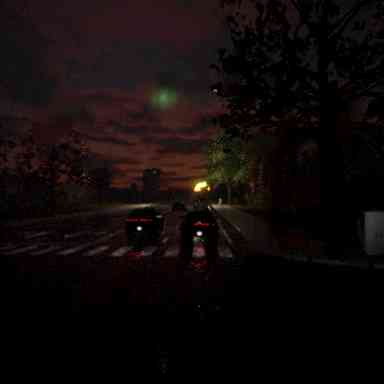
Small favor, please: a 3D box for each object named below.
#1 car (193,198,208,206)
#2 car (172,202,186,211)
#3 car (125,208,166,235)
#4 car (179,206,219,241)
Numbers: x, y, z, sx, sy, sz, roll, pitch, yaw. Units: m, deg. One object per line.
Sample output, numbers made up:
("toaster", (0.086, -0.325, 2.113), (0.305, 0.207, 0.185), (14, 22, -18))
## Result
("car", (1.274, 1.860, 50.115), (2.150, 2.045, 5.566), (0, -1, 2))
("car", (-1.962, 2.201, 50.637), (1.994, 1.385, 4.181), (0, -1, 2))
("car", (-2.769, 1.741, 20.346), (1.837, 1.490, 4.892), (0, -1, 2))
("car", (0.416, 1.720, 18.009), (1.837, 1.490, 4.892), (0, -1, 2))
